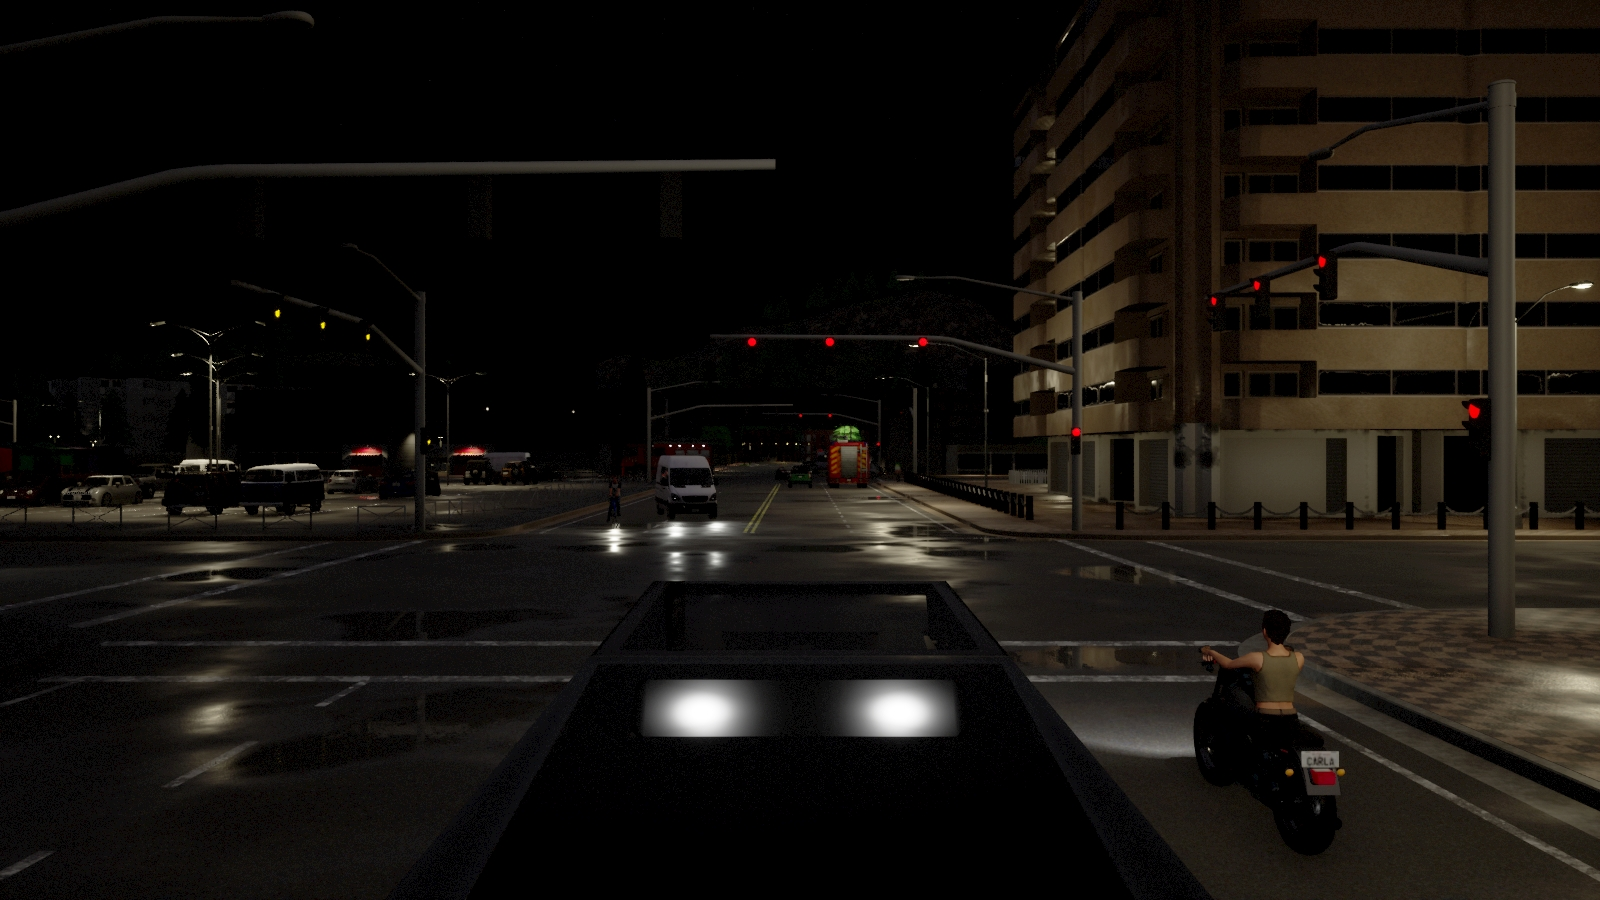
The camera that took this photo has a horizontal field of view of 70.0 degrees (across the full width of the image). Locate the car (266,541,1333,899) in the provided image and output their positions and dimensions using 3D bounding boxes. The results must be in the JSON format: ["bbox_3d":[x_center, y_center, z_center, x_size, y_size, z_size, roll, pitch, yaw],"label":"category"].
[{"bbox_3d":[0.000,1.751,5.696,2.390,2.098,6.274,0,0,0],"label":"car"}]

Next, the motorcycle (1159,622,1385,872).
[{"bbox_3d":[3.502,2.151,8.762,0.764,1.307,2.356,0,0,0],"label":"motorcycle"}]

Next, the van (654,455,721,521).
[{"bbox_3d":[-4.814,1.517,48.008,1.988,2.561,5.915,0,0,-14],"label":"van"}]

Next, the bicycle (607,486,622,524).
[{"bbox_3d":[-7.113,2.096,43.847,0.373,1.385,1.643,0,0,-1],"label":"bicycle"}]
